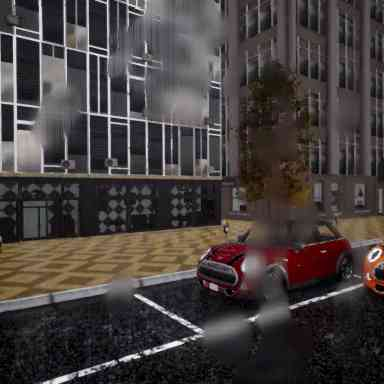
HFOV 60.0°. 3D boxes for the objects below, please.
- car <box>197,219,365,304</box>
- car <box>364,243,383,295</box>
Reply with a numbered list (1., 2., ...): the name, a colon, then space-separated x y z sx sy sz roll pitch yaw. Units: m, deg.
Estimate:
1. car: 2.067 1.439 8.043 4.097 1.590 1.967 0 -1 -35
2. car: 5.911 1.350 7.594 4.553 1.767 2.097 0 0 -36
